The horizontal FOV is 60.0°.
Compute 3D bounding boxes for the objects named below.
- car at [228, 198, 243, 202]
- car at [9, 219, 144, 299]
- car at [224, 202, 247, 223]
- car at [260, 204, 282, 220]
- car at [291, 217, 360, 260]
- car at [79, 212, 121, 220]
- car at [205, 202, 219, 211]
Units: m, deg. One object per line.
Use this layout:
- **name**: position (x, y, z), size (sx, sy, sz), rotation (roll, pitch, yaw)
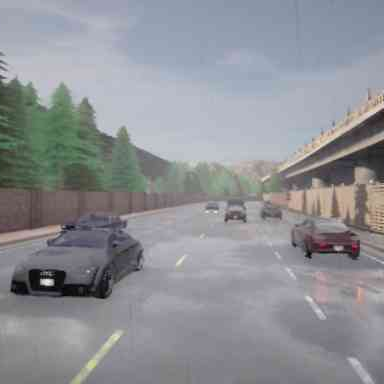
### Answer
- **car**: position (5.405, 1.772, 41.147), size (2.150, 2.045, 5.566), rotation (1, 0, 7)
- **car**: position (-2.631, 1.631, 8.593), size (1.994, 1.385, 4.181), rotation (1, -1, 7)
- **car**: position (3.890, 1.922, 29.770), size (1.812, 1.442, 4.674), rotation (1, -1, 7)
- **car**: position (7.962, 1.987, 33.820), size (2.128, 1.511, 4.902), rotation (1, -1, 8)
- **car**: position (5.260, 1.752, 13.511), size (1.812, 1.442, 4.674), rotation (1, -1, 7)
- **car**: position (-4.982, 1.740, 17.538), size (1.895, 1.301, 4.718), rotation (1, -1, 8)
- **car**: position (3.260, 2.251, 52.453), size (1.994, 1.385, 4.181), rotation (1, -1, 8)
